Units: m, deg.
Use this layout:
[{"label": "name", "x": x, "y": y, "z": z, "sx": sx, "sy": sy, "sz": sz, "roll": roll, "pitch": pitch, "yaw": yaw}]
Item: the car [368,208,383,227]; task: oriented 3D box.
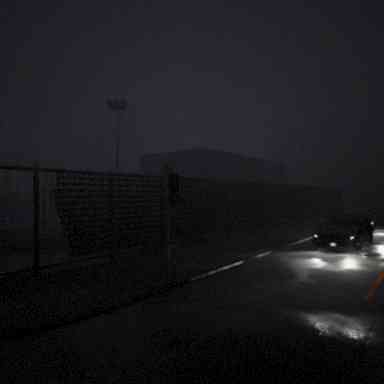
[{"label": "car", "x": 13.061, "y": 1.796, "z": 23.447, "sx": 1.994, "sy": 1.385, "sz": 4.181, "roll": -2, "pitch": -1, "yaw": 36}]

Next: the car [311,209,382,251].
[{"label": "car", "x": 7.214, "y": 1.729, "z": 15.502, "sx": 2.033, "sy": 1.411, "sz": 5.357, "roll": -2, "pitch": -1, "yaw": 36}]
